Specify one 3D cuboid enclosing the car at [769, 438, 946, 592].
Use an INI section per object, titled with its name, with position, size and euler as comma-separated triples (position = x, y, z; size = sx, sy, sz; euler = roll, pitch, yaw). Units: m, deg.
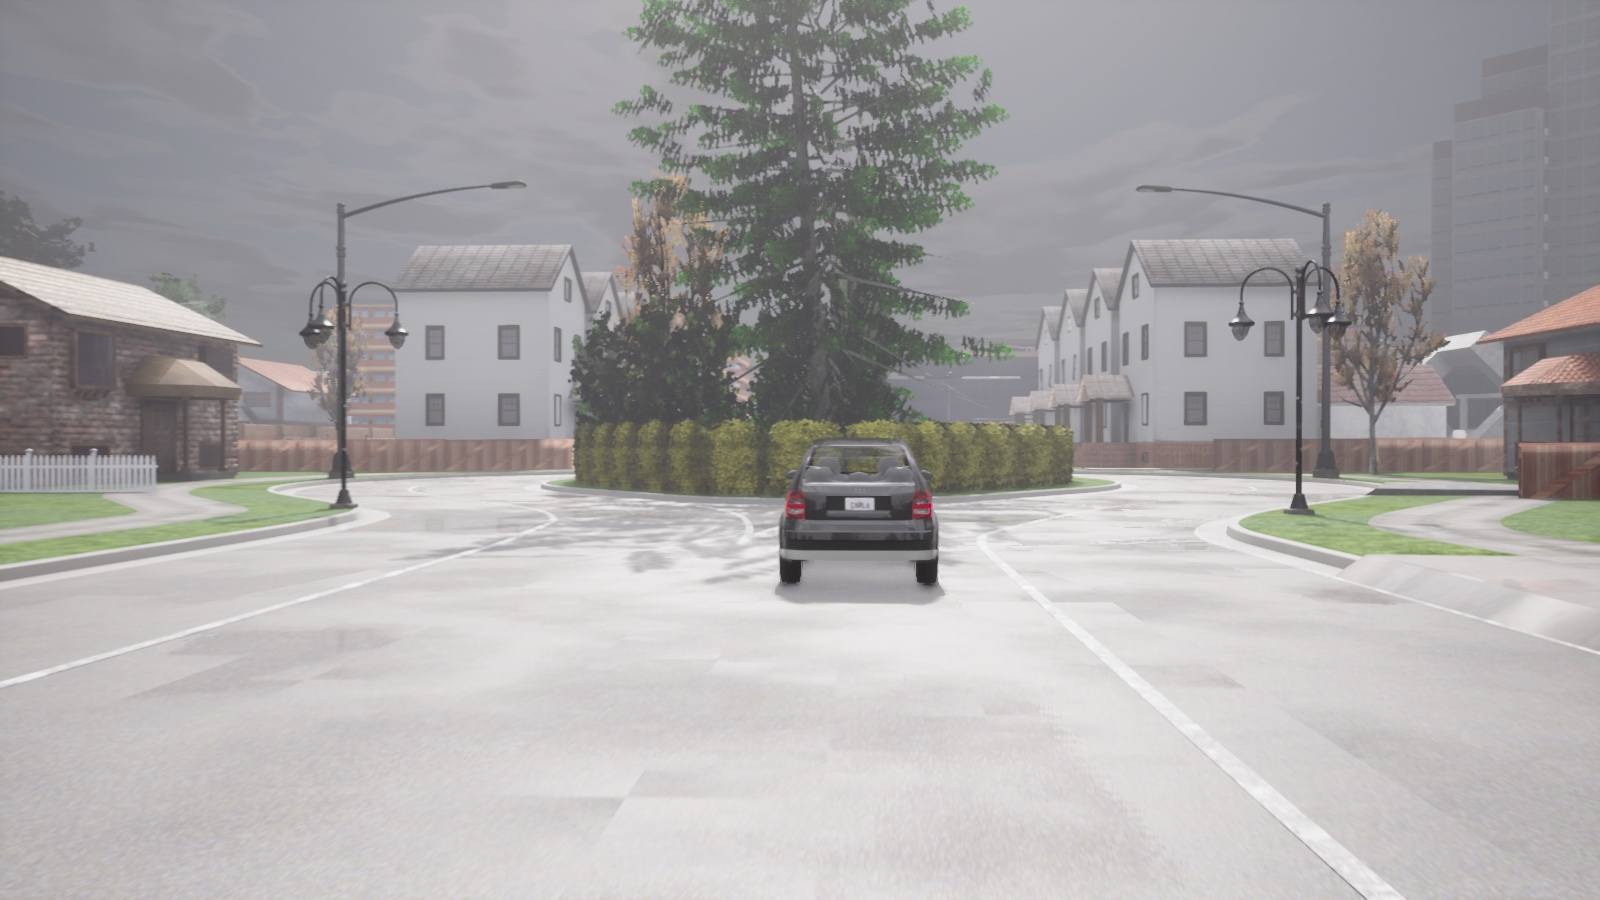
[car]
position = 0.664, 0.643, 14.530
size = 1.789, 1.549, 3.705
euler = 0, 0, 3
